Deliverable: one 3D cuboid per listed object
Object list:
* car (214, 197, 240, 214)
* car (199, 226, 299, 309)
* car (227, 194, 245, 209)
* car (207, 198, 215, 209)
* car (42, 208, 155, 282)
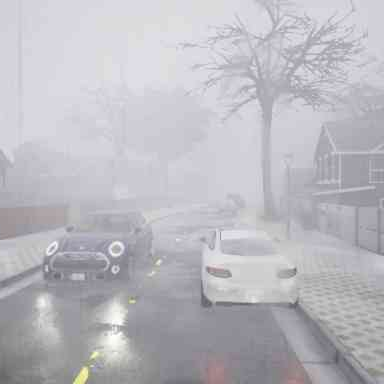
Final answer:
[{"bbox_3d":[3.813,1.527,35.419,1.812,1.442,4.674,0,0,12],"label":"car"},{"bbox_3d":[1.146,1.525,7.787,1.812,1.442,4.674,0,0,3],"label":"car"},{"bbox_3d":[5.946,1.229,45.254,2.150,2.045,5.566,0,0,15],"label":"car"},{"bbox_3d":[3.549,1.524,46.296,1.812,1.442,4.674,0,0,15],"label":"car"},{"bbox_3d":[-2.463,1.348,9.829,2.097,1.767,4.553,0,0,4],"label":"car"}]
